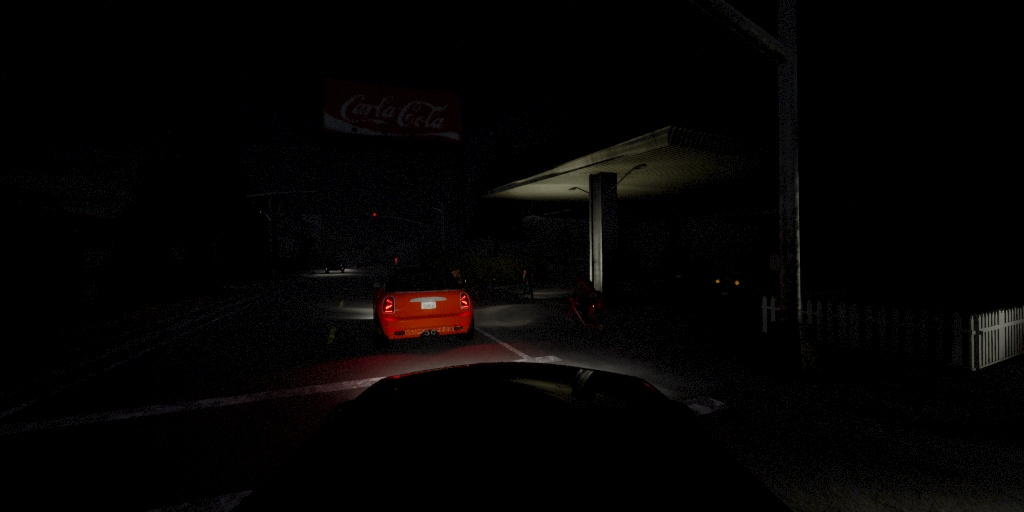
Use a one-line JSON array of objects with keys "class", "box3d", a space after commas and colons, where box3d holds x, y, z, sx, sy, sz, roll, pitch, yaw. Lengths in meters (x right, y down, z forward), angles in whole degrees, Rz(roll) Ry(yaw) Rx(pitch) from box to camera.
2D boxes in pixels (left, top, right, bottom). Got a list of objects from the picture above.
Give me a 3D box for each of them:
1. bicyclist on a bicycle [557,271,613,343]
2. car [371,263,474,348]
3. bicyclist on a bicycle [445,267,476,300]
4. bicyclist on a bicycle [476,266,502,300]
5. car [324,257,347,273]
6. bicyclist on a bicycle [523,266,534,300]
[{"class": "bicyclist on a bicycle", "box3d": [1.719, 1.199, 8.651, 0.582, 1.620, 1.656, 3, -2, -42]}, {"class": "car", "box3d": [-2.527, 1.057, 9.444, 2.097, 1.767, 4.553, -1, 0, -22]}, {"class": "bicyclist on a bicycle", "box3d": [-2.595, 1.318, 16.371, 1.656, 1.620, 0.582, 1, 0, 37]}, {"class": "bicyclist on a bicycle", "box3d": [-1.285, 1.344, 17.750, 1.656, 1.620, 0.582, 0, 0, -21]}, {"class": "car", "box3d": [-23.614, 1.211, 47.848, 2.150, 2.045, 5.566, -1, 0, -25]}, {"class": "bicyclist on a bicycle", "box3d": [0.824, 1.332, 17.861, 0.582, 1.620, 1.656, -1, 0, 16]}]
